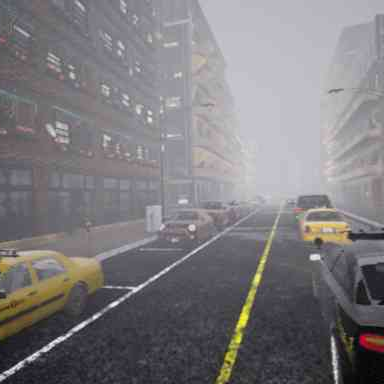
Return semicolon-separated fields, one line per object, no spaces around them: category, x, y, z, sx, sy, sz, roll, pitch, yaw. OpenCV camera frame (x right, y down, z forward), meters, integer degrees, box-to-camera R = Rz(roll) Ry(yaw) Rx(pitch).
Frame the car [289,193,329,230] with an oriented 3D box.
car;7.240;1.114;20.237;2.150;2.045;5.566;-2;0;16

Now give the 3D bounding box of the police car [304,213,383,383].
police car;2.884;1.358;4.924;1.930;1.638;5.238;-2;0;16

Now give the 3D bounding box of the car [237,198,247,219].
car;2.819;1.415;27.055;2.192;1.841;5.009;-1;0;16

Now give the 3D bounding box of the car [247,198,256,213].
car;5.867;1.650;37.727;1.802;1.307;4.206;-1;0;16

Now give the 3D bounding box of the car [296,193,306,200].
car;25.608;1.087;78.281;1.967;1.590;4.097;-1;0;16

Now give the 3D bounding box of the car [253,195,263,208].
car;8.860;1.562;48.237;1.752;1.417;4.829;-1;0;16

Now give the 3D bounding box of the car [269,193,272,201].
car;14.991;1.521;69.746;2.008;1.369;4.403;-1;0;16

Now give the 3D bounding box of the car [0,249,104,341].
car;-3.306;1.687;5.545;1.752;1.417;4.829;-1;0;16

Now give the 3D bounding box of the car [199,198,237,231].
car;1.298;1.430;21.719;2.192;1.841;5.009;-1;0;16

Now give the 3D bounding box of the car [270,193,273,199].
car;16.512;1.520;75.083;1.947;1.339;4.313;-1;0;16

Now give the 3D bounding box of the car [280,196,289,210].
car;12.277;1.406;40.802;2.033;1.411;5.357;-2;0;16

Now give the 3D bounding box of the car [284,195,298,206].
car;15.795;1.299;53.232;1.882;1.535;5.008;-2;0;16

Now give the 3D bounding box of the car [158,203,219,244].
car;-0.220;1.571;16.382;1.967;1.590;4.097;-1;0;16

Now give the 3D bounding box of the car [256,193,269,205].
car;11.943;1.318;59.074;2.192;1.841;5.009;-1;0;16

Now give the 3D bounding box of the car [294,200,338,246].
car;5.648;1.361;14.618;1.801;1.575;5.366;-2;0;16

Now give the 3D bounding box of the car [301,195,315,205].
car;18.053;1.254;51.761;1.752;1.417;4.829;-1;0;16

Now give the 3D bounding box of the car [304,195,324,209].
car;14.963;1.202;40.925;1.967;1.590;4.097;-1;0;16
